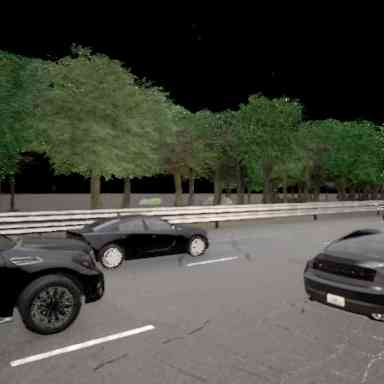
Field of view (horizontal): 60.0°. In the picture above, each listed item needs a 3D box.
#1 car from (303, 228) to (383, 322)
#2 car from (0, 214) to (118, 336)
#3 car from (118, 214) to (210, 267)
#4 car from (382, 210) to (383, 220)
[{"bbox_3d":[4.307,1.504,6.810,4.892,1.490,1.837,0,0,-35],"label":"car"},{"bbox_3d":[-4.213,1.222,5.040,5.566,2.045,2.150,0,0,-35],"label":"car"},{"bbox_3d":[-1.665,1.477,11.151,5.008,1.535,1.882,0,0,-35],"label":"car"},{"bbox_3d":[15.076,1.478,23.040,4.902,1.511,2.128,0,0,-35],"label":"car"}]
